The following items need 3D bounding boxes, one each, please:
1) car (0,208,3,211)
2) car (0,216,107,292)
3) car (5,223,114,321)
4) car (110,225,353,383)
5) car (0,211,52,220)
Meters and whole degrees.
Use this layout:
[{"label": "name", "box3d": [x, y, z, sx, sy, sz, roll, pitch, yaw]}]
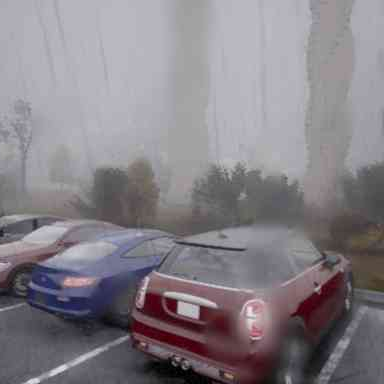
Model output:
[{"label": "car", "box3d": [-7.748, 1.445, 11.948, 2.163, 1.488, 4.792, 1, 0, 36]}, {"label": "car", "box3d": [-3.280, 1.493, 8.723, 2.002, 1.452, 4.674, 0, 0, 36]}, {"label": "car", "box3d": [-1.042, 1.505, 7.118, 2.002, 1.452, 4.674, 0, 0, 36]}, {"label": "car", "box3d": [1.189, 1.352, 5.489, 2.185, 1.767, 4.553, 0, 0, 36]}, {"label": "car", "box3d": [-5.543, 1.467, 10.300, 2.163, 1.488, 4.792, 1, 0, 36]}]
